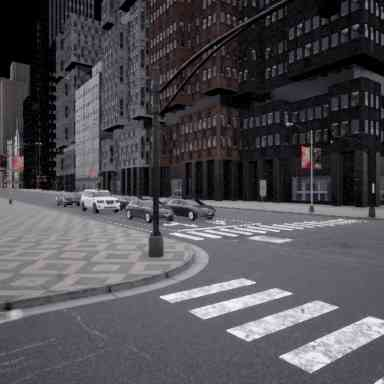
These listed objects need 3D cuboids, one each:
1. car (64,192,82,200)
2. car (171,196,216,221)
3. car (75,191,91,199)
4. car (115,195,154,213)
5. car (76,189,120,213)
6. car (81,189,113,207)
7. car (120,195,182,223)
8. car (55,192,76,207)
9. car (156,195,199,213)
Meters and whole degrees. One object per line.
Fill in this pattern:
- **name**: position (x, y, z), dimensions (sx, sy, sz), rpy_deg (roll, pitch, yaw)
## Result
- **car**: position (-21.759, 0.679, 60.742), dimensions (1.994, 1.385, 4.181), rpy_deg (0, 1, -36)
- **car**: position (-0.248, 1.239, 24.979), dimensions (1.837, 1.490, 4.892), rpy_deg (0, 1, -38)
- **car**: position (-21.843, 0.563, 66.416), dimensions (1.812, 1.442, 4.674), rpy_deg (0, 1, -36)
- **car**: position (-5.689, 1.107, 32.569), dimensions (1.837, 1.490, 4.892), rpy_deg (0, 1, -36)
- **car**: position (-8.698, 0.819, 31.185), dimensions (2.150, 2.045, 5.566), rpy_deg (0, 1, -36)
- **car**: position (-11.835, 0.671, 41.111), dimensions (2.150, 2.045, 5.566), rpy_deg (0, 1, -35)
- **car**: position (-3.013, 1.240, 23.299), dimensions (1.837, 1.490, 4.892), rpy_deg (0, 1, -36)
- **car**: position (-14.909, 0.990, 39.808), dimensions (2.033, 1.411, 5.357), rpy_deg (0, 1, -36)
- **car**: position (-1.524, 1.138, 32.689), dimensions (1.837, 1.490, 4.892), rpy_deg (0, 1, -36)
